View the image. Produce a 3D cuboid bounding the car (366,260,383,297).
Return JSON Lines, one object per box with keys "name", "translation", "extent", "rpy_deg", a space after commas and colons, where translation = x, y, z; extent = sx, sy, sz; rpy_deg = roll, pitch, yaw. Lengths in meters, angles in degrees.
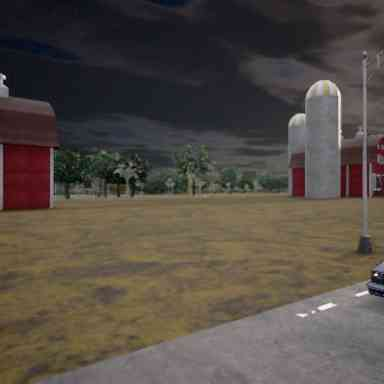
{"name": "car", "translation": [6.070, 1.544, 7.403], "extent": [5.357, 1.411, 2.033], "rpy_deg": [0, 0, -36]}
